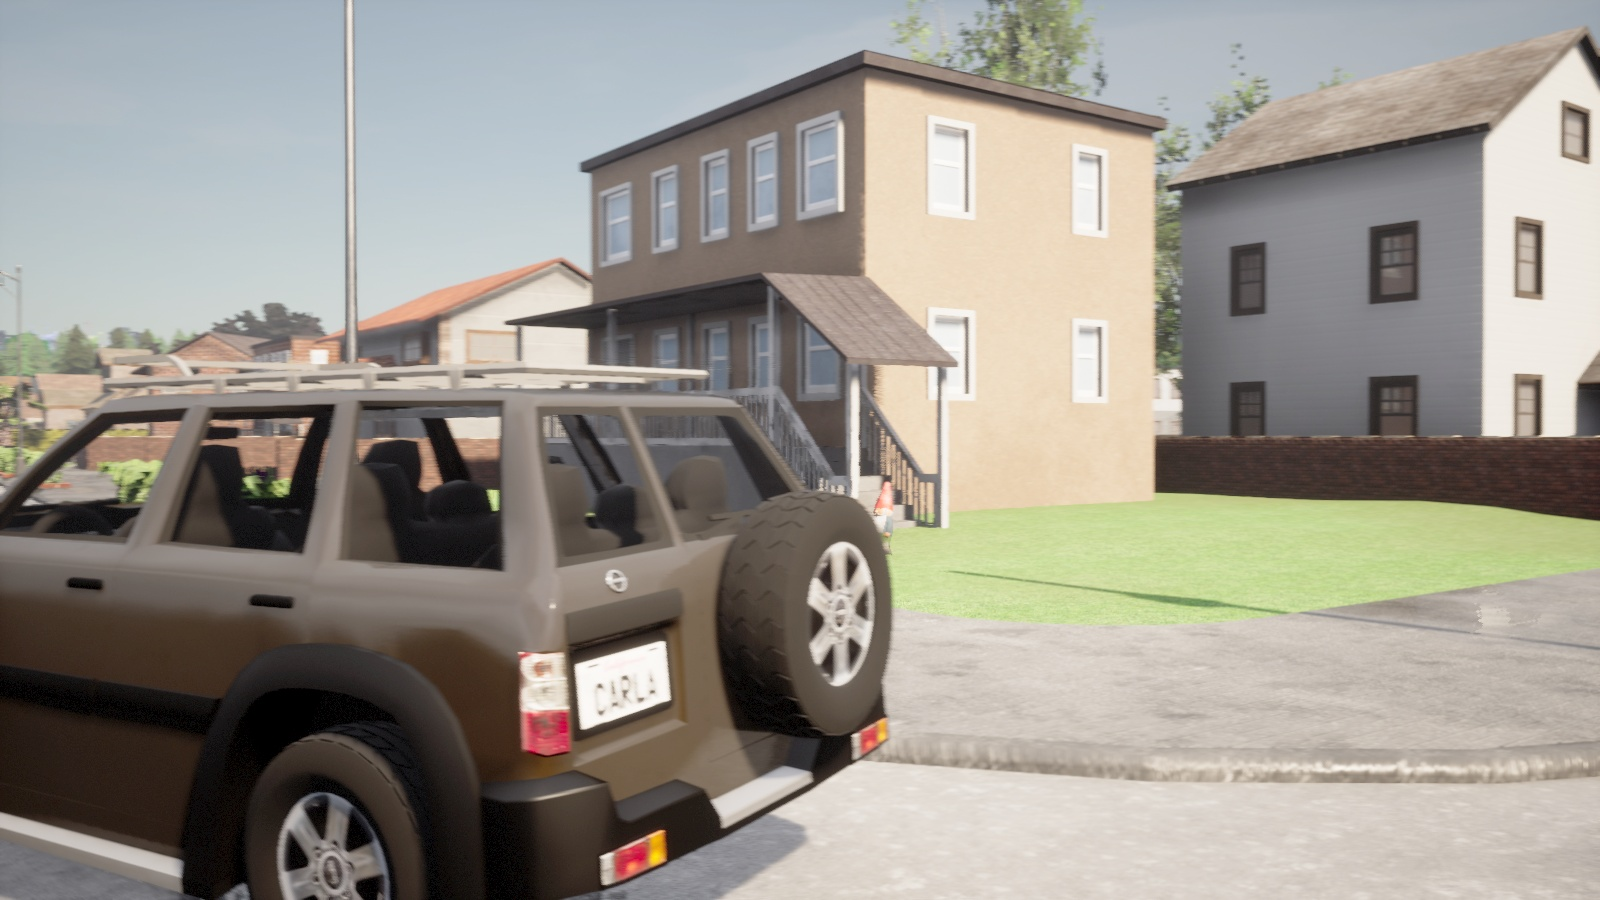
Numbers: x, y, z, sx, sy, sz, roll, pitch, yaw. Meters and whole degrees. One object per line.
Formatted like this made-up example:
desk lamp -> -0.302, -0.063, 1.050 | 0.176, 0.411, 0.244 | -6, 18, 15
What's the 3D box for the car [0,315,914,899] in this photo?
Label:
car -> -2.061, 0.571, 4.905 | 4.605, 1.855, 1.932 | 1, 2, 30
